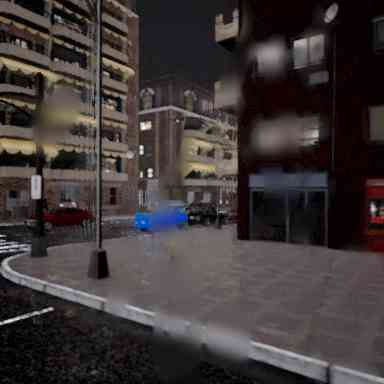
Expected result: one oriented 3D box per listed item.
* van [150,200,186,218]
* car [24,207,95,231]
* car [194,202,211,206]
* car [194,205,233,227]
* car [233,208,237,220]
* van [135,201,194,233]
[{"bbox_3d":[-2.465,1.806,35.644,1.690,1.788,3.998,-1,-2,35],"label":"van"},{"bbox_3d":[-8.719,1.727,22.330,1.812,1.442,4.674,0,-1,35],"label":"car"},{"bbox_3d":[0.565,1.862,35.401,2.097,1.767,4.553,0,-1,35],"label":"car"},{"bbox_3d":[1.166,1.974,26.332,1.947,1.339,4.313,-1,-2,35],"label":"car"},{"bbox_3d":[4.372,2.096,30.849,1.802,1.307,4.206,-1,-2,35],"label":"car"},{"bbox_3d":[-1.902,1.643,21.722,1.690,1.788,3.998,-1,-2,35],"label":"van"}]
